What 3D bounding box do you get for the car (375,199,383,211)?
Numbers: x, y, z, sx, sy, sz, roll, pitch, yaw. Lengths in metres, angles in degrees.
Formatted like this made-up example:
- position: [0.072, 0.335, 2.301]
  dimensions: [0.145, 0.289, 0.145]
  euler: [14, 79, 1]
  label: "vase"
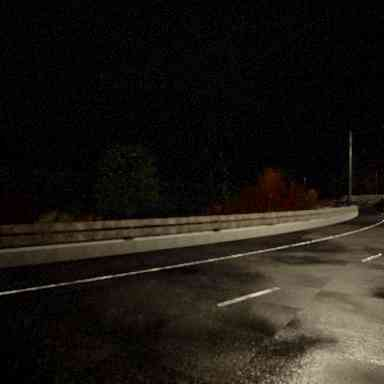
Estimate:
- position: [31.759, 2.116, 54.633]
  dimensions: [2.150, 2.045, 5.566]
  euler: [1, 0, 19]
  label: "car"
